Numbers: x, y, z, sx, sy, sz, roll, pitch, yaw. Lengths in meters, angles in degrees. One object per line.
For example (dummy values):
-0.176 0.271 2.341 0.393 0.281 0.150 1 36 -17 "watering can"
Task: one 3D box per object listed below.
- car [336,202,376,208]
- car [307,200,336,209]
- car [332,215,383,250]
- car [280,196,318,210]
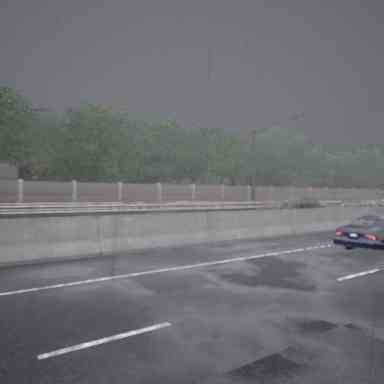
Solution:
16.816 1.776 33.143 4.892 1.490 1.837 1 0 -35 "car"
14.847 1.836 36.037 4.181 1.385 1.994 1 0 -35 "car"
8.016 1.668 13.754 5.357 1.411 2.033 1 0 -35 "car"
12.655 1.492 38.775 5.566 2.045 2.150 1 0 -35 "car"
